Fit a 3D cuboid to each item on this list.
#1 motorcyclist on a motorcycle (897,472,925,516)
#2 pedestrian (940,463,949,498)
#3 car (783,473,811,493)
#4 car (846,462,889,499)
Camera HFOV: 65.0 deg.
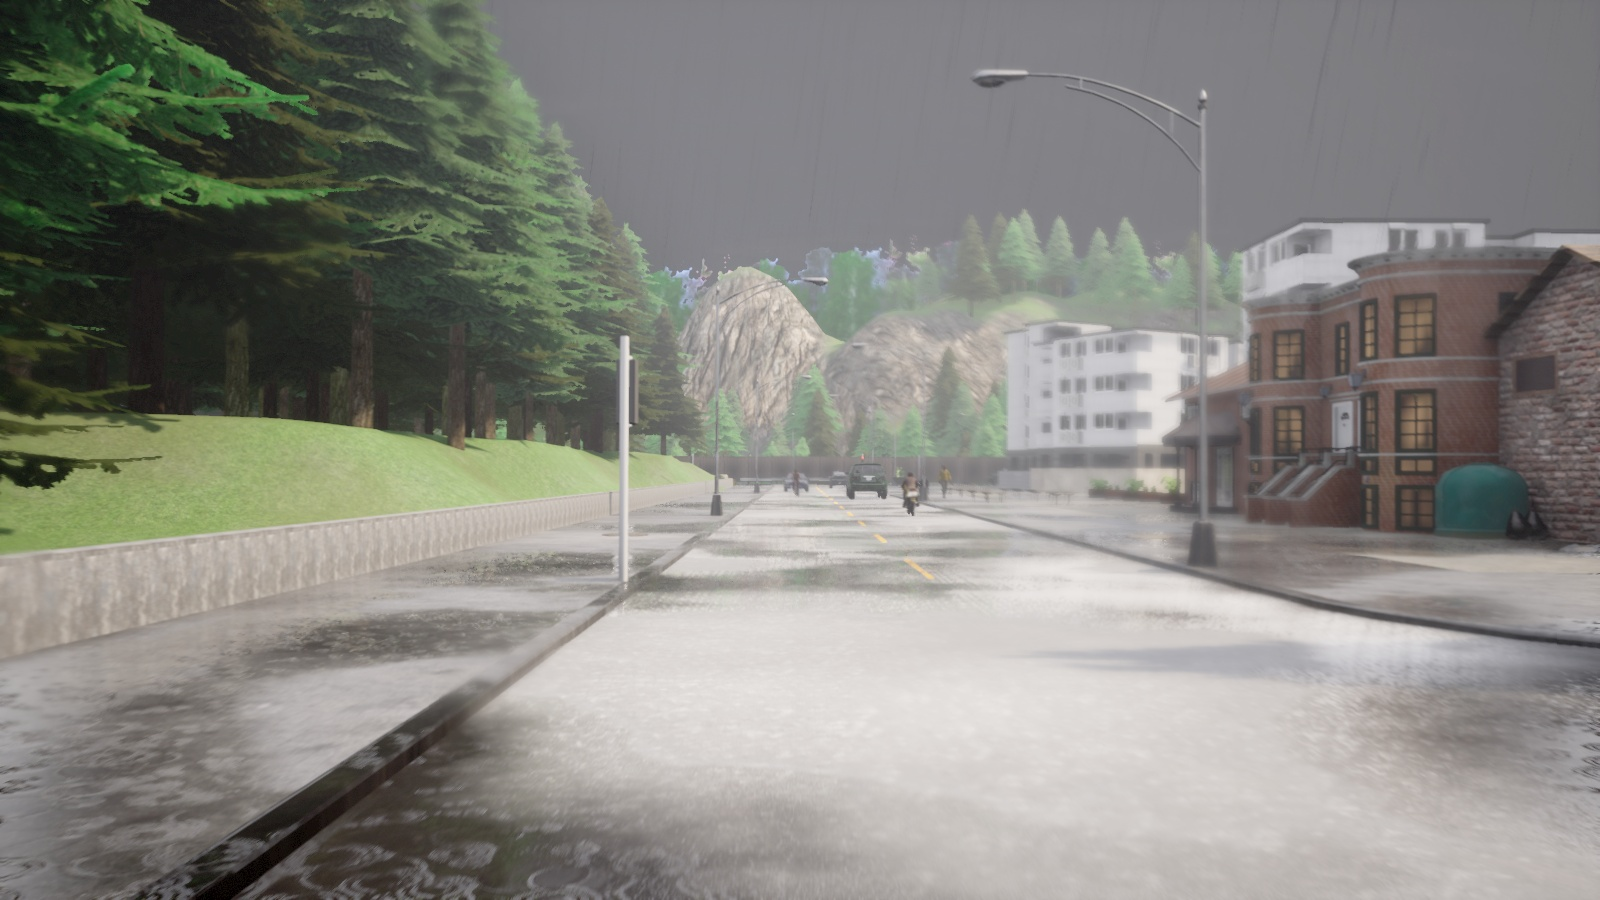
[{"bbox_3d":[3.898,1.521,44.210,0.797,1.523,2.044,0,-1,0],"label":"motorcyclist on a motorcycle"},{"bbox_3d":[7.654,1.607,66.497,0.370,1.835,0.726,0,-1,-3],"label":"pedestrian"},{"bbox_3d":[-0.215,2.432,93.730,2.033,1.411,5.357,0,-1,0],"label":"car"},{"bbox_3d":[3.836,1.733,72.590,2.150,2.045,5.566,0,-1,0],"label":"car"}]
